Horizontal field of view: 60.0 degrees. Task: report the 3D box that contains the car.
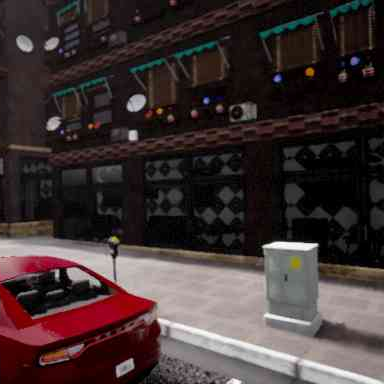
[{"bbox_3d":[-2.465,1.537,4.454,4.507,1.381,1.887,0,-1,35],"label":"car"}]
